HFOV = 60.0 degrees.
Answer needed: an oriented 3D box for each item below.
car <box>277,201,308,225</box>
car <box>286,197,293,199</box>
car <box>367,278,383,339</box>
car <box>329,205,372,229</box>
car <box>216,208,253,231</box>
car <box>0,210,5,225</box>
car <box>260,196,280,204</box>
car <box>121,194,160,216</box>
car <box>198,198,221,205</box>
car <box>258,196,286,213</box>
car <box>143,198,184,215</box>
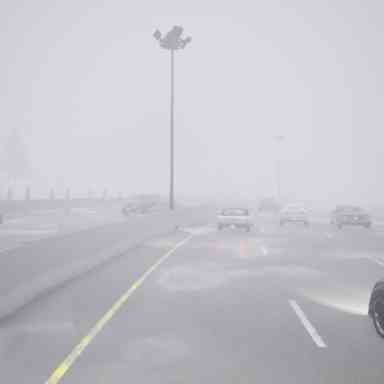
[{"bbox_3d":[7.417,1.546,24.300,1.812,1.442,4.674,0,0,16],"label":"car"},{"bbox_3d":[18.600,1.655,65.376,1.812,1.442,4.674,0,0,41],"label":"car"},{"bbox_3d":[3.845,1.580,3.825,1.994,1.385,4.181,0,0,3],"label":"car"},{"bbox_3d":[10.305,1.572,21.923,2.033,1.411,5.357,0,0,16],"label":"car"},{"bbox_3d":[2.774,1.612,20.607,1.895,1.301,4.718,0,0,14],"label":"car"},{"bbox_3d":[-12.279,1.461,17.642,2.128,1.511,4.902,0,0,10],"label":"car"},{"bbox_3d":[16.009,1.615,67.730,1.882,1.535,5.008,0,0,41],"label":"car"},{"bbox_3d":[-4.802,1.234,32.654,2.150,2.045,5.566,0,0,19],"label":"car"},{"bbox_3d":[3.062,1.645,56.602,2.033,1.411,5.357,0,0,33],"label":"car"},{"bbox_3d":[9.138,1.389,38.358,2.097,1.767,4.553,0,0,25],"label":"car"},{"bbox_3d":[-2.188,1.515,29.266,1.837,1.490,4.892,0,0,18],"label":"car"}]
